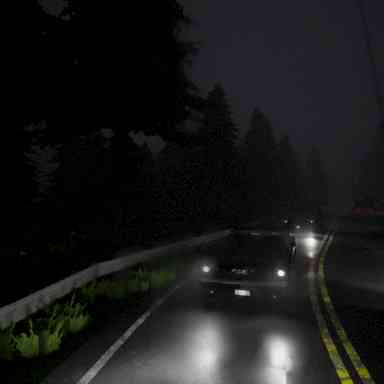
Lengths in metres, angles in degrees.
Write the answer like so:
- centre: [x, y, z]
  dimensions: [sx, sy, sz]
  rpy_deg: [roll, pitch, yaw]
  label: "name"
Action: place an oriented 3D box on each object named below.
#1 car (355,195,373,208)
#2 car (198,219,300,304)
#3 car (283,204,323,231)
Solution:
- centre: [20.818, 1.057, 40.171]
  dimensions: [2.128, 1.511, 4.902]
  rpy_deg: [-2, 0, 28]
  label: "car"
- centre: [1.642, 1.599, 8.437]
  dimensions: [1.895, 1.301, 4.718]
  rpy_deg: [-1, 0, 18]
  label: "car"
- centre: [6.826, 1.459, 20.160]
  dimensions: [2.033, 1.411, 5.357]
  rpy_deg: [-2, 0, 26]
  label: "car"
